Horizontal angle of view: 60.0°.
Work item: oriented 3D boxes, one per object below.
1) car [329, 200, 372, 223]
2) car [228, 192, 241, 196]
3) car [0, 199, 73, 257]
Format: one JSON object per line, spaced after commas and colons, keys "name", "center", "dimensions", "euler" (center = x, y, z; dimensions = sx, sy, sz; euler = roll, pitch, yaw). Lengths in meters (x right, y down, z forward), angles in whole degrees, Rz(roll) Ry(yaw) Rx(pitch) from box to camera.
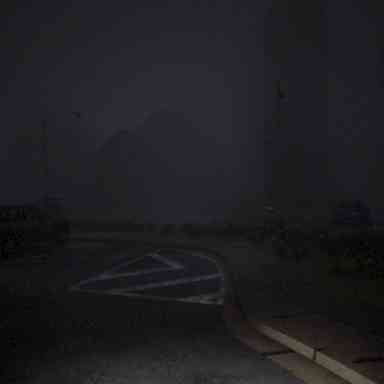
{"name": "car", "center": [10.334, 1.335, 21.945], "dimensions": [2.242, 1.667, 4.611], "euler": [-1, 0, 17]}
{"name": "car", "center": [11.027, 0.928, 87.410], "dimensions": [3.866, 1.878, 1.905], "euler": [1, -7, -26]}
{"name": "car", "center": [-6.921, 1.392, 13.320], "dimensions": [1.932, 1.855, 4.605], "euler": [-1, 0, 17]}
